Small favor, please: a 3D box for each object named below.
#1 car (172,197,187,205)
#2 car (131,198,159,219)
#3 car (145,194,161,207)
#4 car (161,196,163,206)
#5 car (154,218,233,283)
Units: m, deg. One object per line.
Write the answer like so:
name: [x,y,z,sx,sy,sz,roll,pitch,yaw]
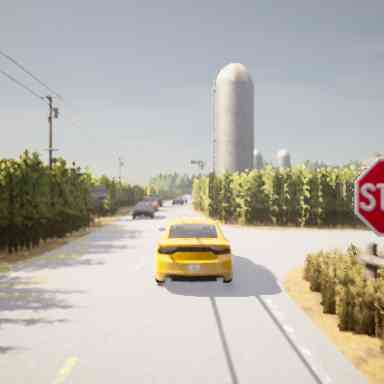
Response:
car: [-2.532,1.618,59.213,2.033,1.411,5.357,0,0,2]
car: [-4.276,1.583,29.822,2.033,1.411,5.357,0,0,-5]
car: [-5.081,1.400,39.881,2.097,1.767,4.553,0,0,-4]
car: [-5.770,1.284,52.127,2.150,2.045,5.566,0,0,-2]
car: [0.021,1.489,9.711,1.882,1.535,5.008,0,0,-1]
